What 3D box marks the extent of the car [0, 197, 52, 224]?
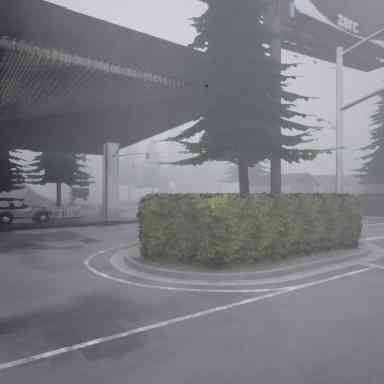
[{"bbox_3d":[-12.063,1.313,23.421,3.866,1.878,1.905,0,0,-36],"label":"car"}]
